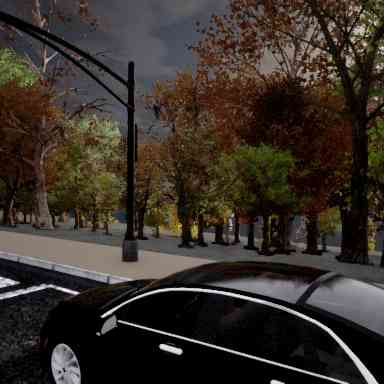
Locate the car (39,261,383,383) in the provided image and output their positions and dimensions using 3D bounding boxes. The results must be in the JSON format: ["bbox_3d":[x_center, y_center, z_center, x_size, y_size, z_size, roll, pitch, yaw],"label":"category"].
[{"bbox_3d":[0.370,1.504,3.411,4.892,1.490,1.837,0,0,36],"label":"car"}]
